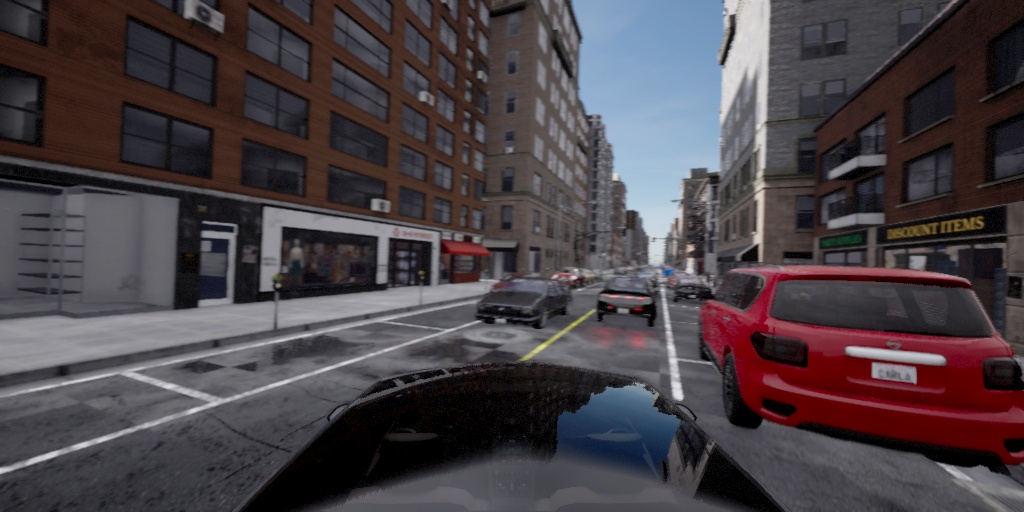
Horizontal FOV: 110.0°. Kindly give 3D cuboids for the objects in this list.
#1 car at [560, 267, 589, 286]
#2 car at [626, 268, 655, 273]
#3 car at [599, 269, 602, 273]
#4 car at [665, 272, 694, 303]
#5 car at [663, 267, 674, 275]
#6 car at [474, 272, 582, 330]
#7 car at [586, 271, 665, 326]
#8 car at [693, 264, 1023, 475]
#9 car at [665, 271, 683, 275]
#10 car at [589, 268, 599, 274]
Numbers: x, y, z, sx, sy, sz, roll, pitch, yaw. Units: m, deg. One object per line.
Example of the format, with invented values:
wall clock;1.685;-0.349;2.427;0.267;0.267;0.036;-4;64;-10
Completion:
car;4.490;1.611;28.118;1.967;1.591;4.097;0;0;22
car;9.247;1.845;25.205;1.812;1.442;4.674;2;-1;22
car;8.670;1.975;38.329;2.007;1.370;4.403;0;0;22
car;9.824;1.841;19.974;2.007;1.370;4.403;0;0;22
car;14.004;1.983;30.187;1.967;1.591;4.097;0;0;22
car;0.715;1.424;12.152;2.033;1.411;5.357;2;-1;22
car;4.310;1.511;13.144;2.128;1.511;4.902;2;-1;22
car;4.353;1.176;5.621;2.150;2.045;5.566;2;-1;22
car;11.914;1.999;25.081;1.802;1.307;4.207;0;0;22
car;6.515;1.823;33.066;1.751;1.417;4.829;0;0;22
